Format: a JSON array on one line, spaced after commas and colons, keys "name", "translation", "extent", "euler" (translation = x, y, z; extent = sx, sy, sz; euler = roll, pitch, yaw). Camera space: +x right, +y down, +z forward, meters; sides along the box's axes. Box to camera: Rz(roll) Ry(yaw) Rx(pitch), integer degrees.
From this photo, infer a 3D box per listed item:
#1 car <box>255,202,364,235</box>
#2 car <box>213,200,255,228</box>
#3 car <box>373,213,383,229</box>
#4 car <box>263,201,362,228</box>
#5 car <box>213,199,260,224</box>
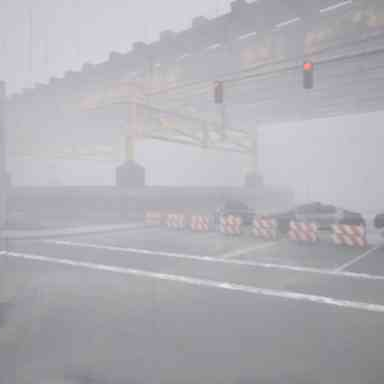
[{"name": "car", "translation": [6.064, 1.302, 17.348], "extent": [4.974, 1.542, 2.038], "euler": [0, 0, 4]}, {"name": "car", "translation": [2.575, 1.276, 20.359], "extent": [2.038, 1.542, 4.974], "euler": [0, 0, -6]}, {"name": "car", "translation": [10.635, 1.327, 14.429], "extent": [2.038, 1.542, 4.974], "euler": [0, 1, -20]}, {"name": "car", "translation": [6.116, 1.144, 17.343], "extent": [4.536, 1.218, 1.853], "euler": [0, 0, 4]}, {"name": "car", "translation": [2.570, 1.118, 20.410], "extent": [1.853, 1.218, 4.536], "euler": [0, 0, -6]}]
